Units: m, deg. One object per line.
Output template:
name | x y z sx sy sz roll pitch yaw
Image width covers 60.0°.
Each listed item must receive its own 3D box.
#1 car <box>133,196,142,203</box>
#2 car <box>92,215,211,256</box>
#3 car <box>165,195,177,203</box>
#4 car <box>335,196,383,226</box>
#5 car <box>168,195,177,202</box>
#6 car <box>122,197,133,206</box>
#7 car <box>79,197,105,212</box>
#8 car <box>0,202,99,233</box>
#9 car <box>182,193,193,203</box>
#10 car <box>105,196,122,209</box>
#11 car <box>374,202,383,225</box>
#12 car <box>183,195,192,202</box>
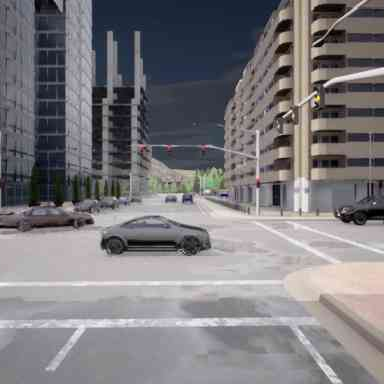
car | -11.418 1.545 68.459 2.033 1.411 5.357 0 0 -1
car | -1.365 1.603 12.782 4.181 1.385 1.994 0 0 -1
car | -4.425 1.349 69.099 2.097 1.767 4.553 0 0 -1
car | 13.231 1.277 23.764 5.566 2.045 2.150 0 0 -1
car | -4.562 1.470 79.193 1.882 1.535 5.008 0 0 -1
car | -11.311 1.524 54.384 1.812 1.442 4.674 0 0 -1
car | -11.076 1.503 35.358 1.837 1.490 4.892 0 0 0
car | -8.734 1.565 19.965 5.357 1.411 2.033 0 0 -36
car | -0.917 1.219 68.508 2.150 2.045 5.566 0 0 -1
car | -11.184 1.351 44.549 2.097 1.767 4.553 0 0 -1
car | 14.294 1.546 20.281 4.902 1.511 2.128 0 0 -1
car | -1.063 1.470 79.242 1.882 1.535 5.008 0 0 -1
